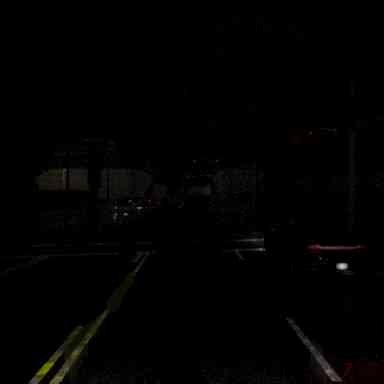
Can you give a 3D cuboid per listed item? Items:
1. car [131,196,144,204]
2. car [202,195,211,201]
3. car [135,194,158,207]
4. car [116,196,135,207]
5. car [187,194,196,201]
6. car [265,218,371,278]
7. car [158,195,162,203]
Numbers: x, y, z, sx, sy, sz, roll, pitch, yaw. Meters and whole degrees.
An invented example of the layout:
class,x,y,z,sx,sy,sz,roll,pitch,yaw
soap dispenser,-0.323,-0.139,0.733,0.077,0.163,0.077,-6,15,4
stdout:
class,x,y,z,sx,sy,sz,roll,pitch,yaw
car,-10.599,1.498,64.872,1.994,1.385,4.181,0,0,0
car,3.381,1.325,78.224,1.994,1.385,4.181,0,0,0
car,-7.117,1.337,52.338,2.097,1.767,4.553,0,0,0
car,-10.613,1.490,52.243,1.837,1.490,4.892,0,0,0
car,-0.119,1.272,78.218,1.837,1.490,4.892,0,0,0
car,3.579,1.565,10.340,2.128,1.511,4.902,0,0,0
car,-7.100,1.285,65.410,2.097,1.767,4.553,0,0,0
